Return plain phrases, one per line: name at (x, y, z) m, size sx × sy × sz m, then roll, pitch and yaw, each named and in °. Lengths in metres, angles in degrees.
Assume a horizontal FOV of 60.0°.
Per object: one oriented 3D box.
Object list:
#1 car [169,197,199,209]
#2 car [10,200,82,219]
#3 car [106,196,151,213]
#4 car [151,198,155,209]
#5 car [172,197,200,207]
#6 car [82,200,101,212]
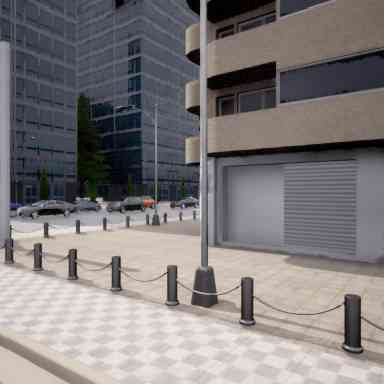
car at (-0.962, 1.449, 44.194) m, size 1.837 × 1.490 × 4.892 m, roll 0°, pitch 0°, yaw 36°
car at (-12.376, 1.436, 28.394) m, size 2.128 × 1.511 × 4.902 m, roll 0°, pitch 0°, yaw 36°
car at (-7.034, 1.297, 35.796) m, size 2.097 × 1.767 × 4.553 m, roll 0°, pitch 0°, yaw 36°
car at (-6.767, 1.297, 42.140) m, size 2.097 × 1.767 × 4.553 m, roll 0°, pitch 0°, yaw 36°
car at (-0.802, 1.470, 50.370) m, size 1.812 × 1.442 × 4.674 m, roll 0°, pitch 0°, yaw 36°
car at (-11.709, 1.508, 35.291) m, size 1.994 × 1.385 × 4.181 m, roll 0°, pitch 0°, yaw 36°
